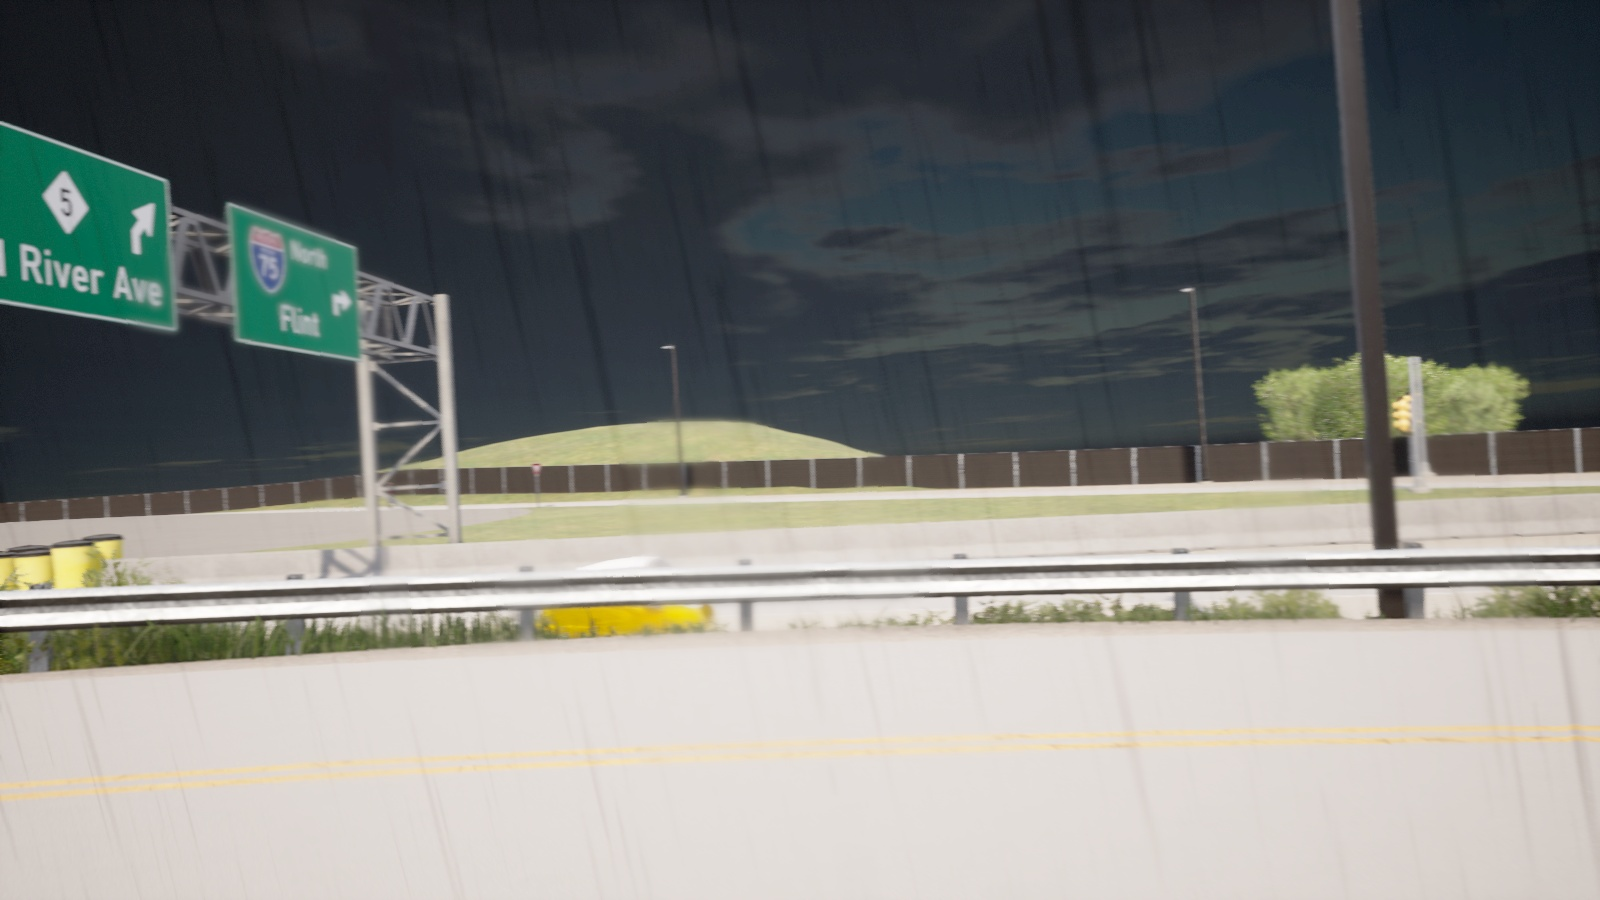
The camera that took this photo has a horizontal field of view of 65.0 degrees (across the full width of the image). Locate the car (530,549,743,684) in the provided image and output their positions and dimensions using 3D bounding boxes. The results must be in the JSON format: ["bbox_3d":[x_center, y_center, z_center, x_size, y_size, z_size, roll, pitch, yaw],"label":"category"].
[{"bbox_3d":[-1.932,1.990,15.236,2.207,1.376,1.481,-3,-1,7],"label":"car"}]
